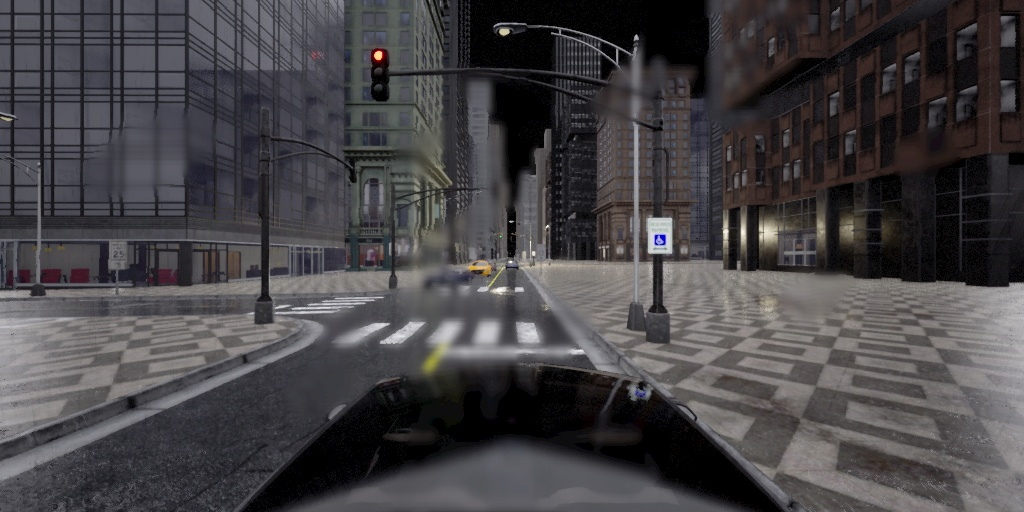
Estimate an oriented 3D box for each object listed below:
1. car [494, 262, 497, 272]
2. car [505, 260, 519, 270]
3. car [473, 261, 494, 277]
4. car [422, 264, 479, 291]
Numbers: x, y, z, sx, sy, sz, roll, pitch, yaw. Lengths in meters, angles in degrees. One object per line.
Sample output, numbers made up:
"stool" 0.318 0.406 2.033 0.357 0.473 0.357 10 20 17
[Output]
"car" -3.075 1.321 47.386 1.994 1.385 4.181 0 0 0
"car" 0.015 1.325 53.451 1.994 1.385 4.181 0 0 0
"car" -3.088 1.229 35.106 1.882 1.535 5.008 0 0 0
"car" -3.783 1.352 22.107 1.895 1.301 4.718 0 0 11
